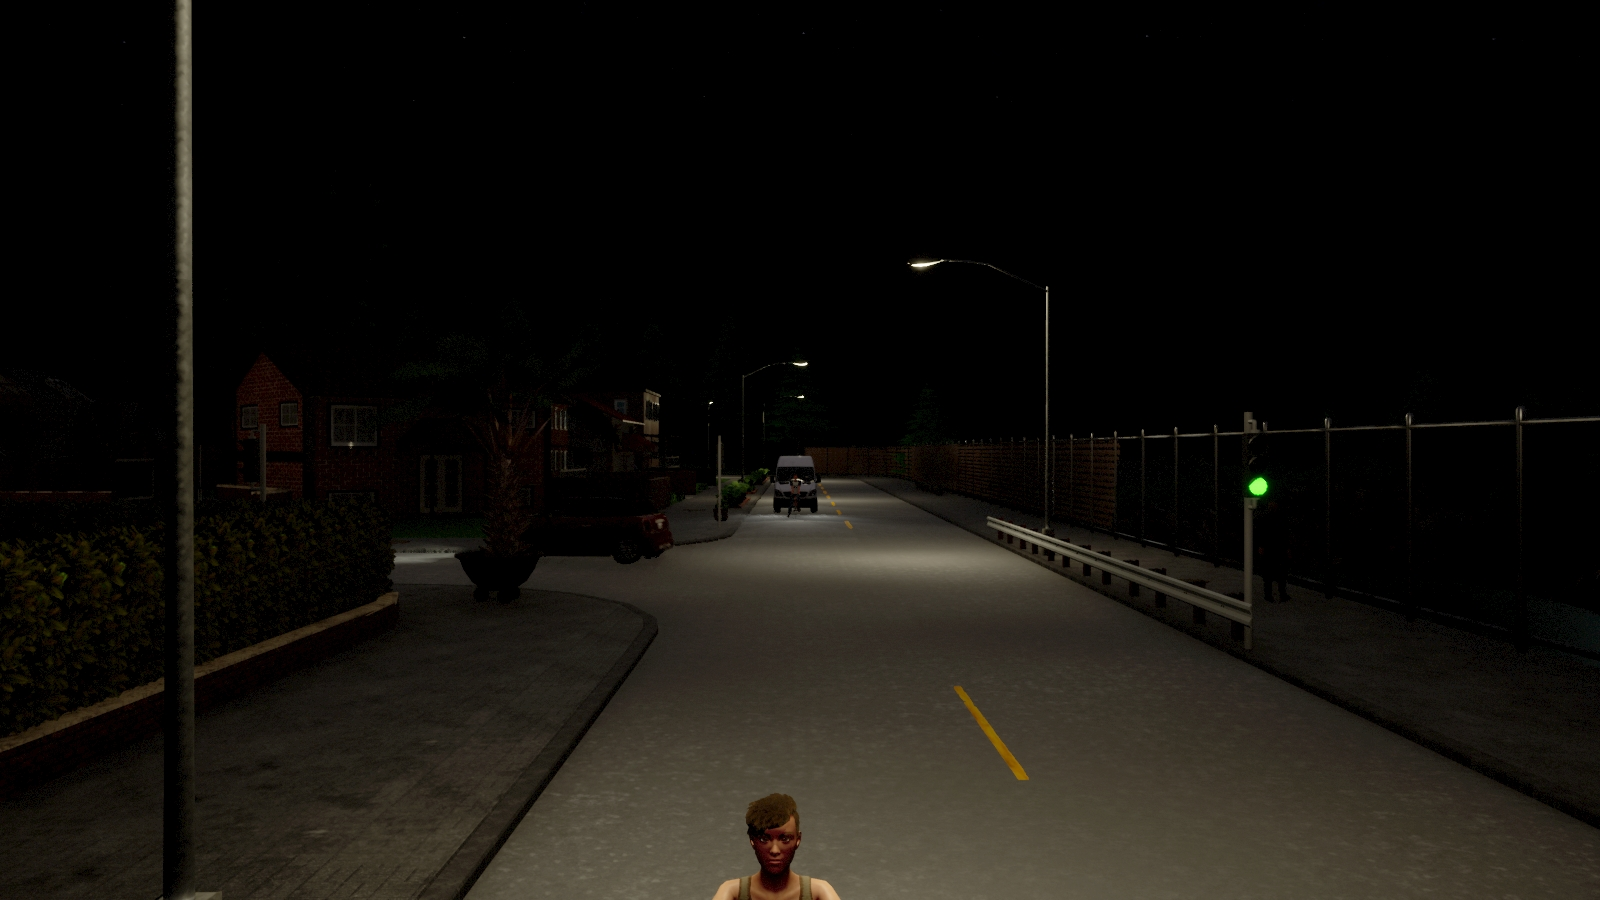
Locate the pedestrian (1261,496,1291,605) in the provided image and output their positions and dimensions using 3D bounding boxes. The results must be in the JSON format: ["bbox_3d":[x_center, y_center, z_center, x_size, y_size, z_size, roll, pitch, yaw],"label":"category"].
[{"bbox_3d":[8.334,1.752,20.016,0.375,1.860,0.375,0,0,1],"label":"pedestrian"}]

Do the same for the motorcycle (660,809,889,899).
[{"bbox_3d":[-0.084,2.157,3.590,0.764,1.307,2.356,0,0,-1],"label":"motorcycle"}]

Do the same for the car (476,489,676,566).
[{"bbox_3d":[-5.641,1.916,29.099,4.553,1.767,2.097,0,0,10],"label":"car"}]
